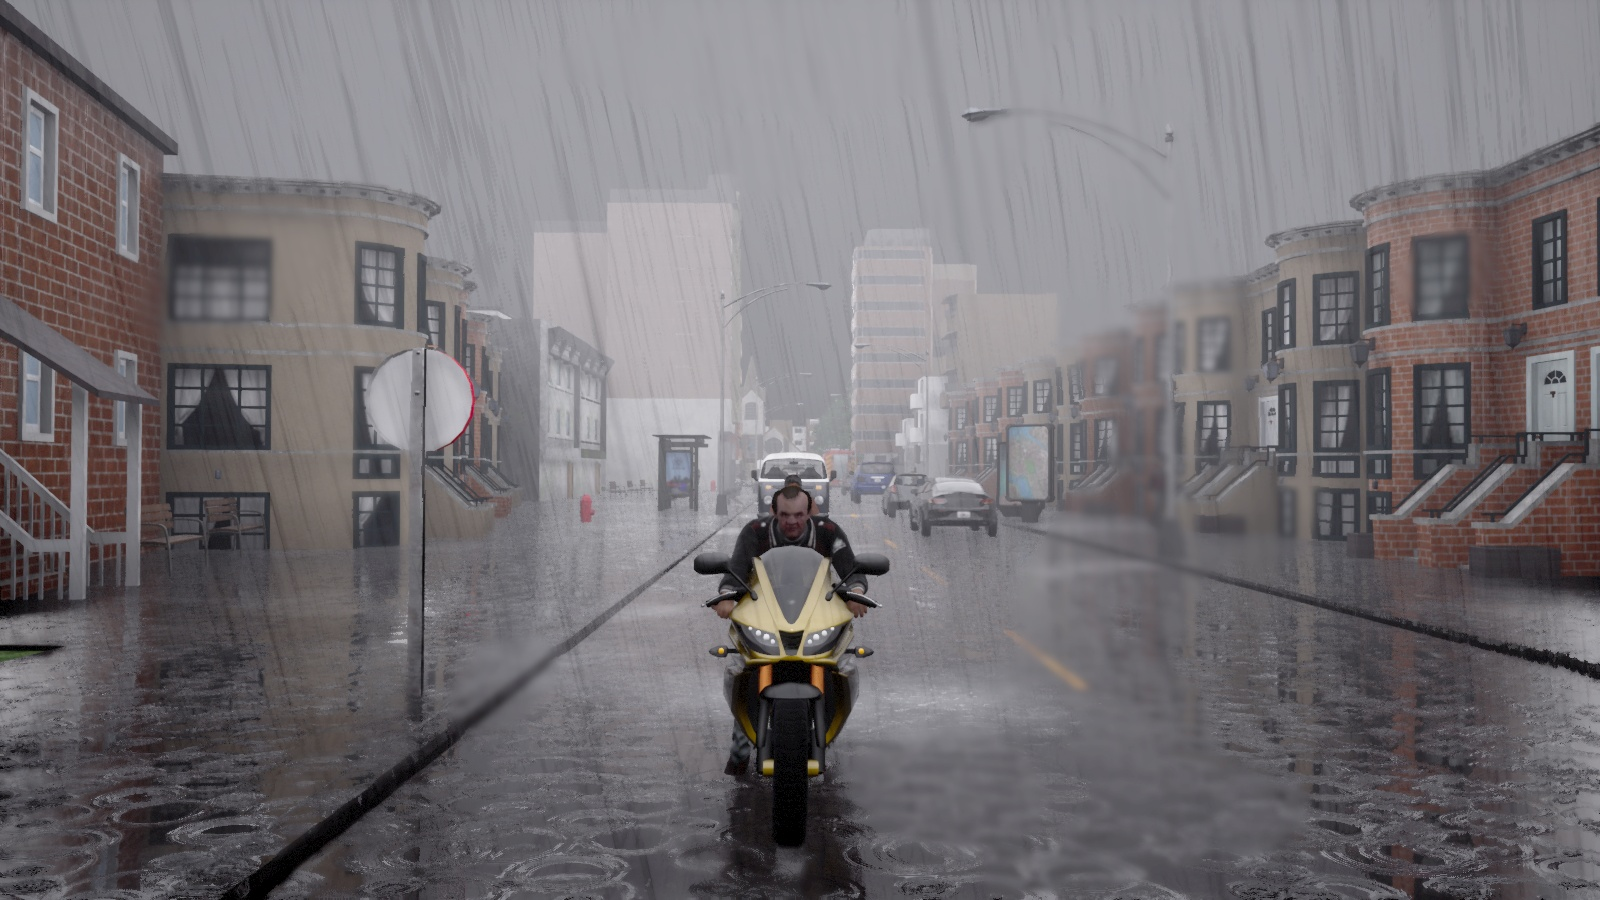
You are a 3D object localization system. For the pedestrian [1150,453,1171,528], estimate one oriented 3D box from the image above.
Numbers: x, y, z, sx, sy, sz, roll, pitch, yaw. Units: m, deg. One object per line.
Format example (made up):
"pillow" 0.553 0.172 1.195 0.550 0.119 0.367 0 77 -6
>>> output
"pedestrian" 9.035 1.016 31.506 0.376 1.854 0.720 0 -1 6

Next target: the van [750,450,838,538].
"van" -0.151 1.069 31.635 2.069 2.038 4.480 0 -1 0

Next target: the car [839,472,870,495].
"car" 3.596 2.209 83.270 1.845 1.501 3.633 0 -1 0

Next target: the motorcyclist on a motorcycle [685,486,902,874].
"motorcyclist on a motorcycle" -0.034 0.953 6.143 0.866 1.530 2.191 0 -1 0

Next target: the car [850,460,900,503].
"car" 3.709 1.571 62.816 2.150 2.045 5.566 0 -1 0

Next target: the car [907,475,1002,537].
"car" 3.850 1.360 31.925 1.812 1.442 4.674 0 -1 0

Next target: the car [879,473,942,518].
"car" 3.796 1.546 43.726 1.845 1.501 3.633 0 -1 0
